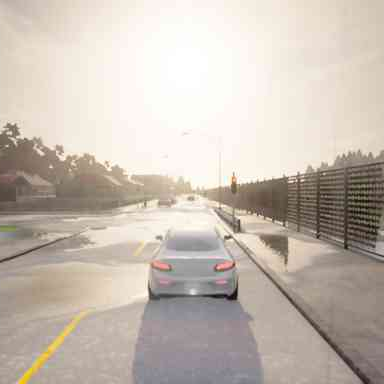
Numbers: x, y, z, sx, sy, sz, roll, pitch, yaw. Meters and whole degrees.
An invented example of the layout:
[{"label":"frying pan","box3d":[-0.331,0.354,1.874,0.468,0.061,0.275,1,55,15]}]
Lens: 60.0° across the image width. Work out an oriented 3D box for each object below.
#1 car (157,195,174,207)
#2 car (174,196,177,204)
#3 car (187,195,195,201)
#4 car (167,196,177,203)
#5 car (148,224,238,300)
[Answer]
[{"label":"car","box3d":[-4.256,1.500,51.782,1.882,1.535,5.008,0,0,0]},{"label":"car","box3d":[-4.257,1.379,61.712,2.097,1.767,4.553,0,0,0]},{"label":"car","box3d":[-0.275,1.516,86.366,1.882,1.535,5.008,0,0,0]},{"label":"car","box3d":[-4.225,1.555,71.625,1.812,1.442,4.674,0,0,0]},{"label":"car","box3d":[0.029,1.529,8.243,1.812,1.442,4.674,0,0,0]}]
